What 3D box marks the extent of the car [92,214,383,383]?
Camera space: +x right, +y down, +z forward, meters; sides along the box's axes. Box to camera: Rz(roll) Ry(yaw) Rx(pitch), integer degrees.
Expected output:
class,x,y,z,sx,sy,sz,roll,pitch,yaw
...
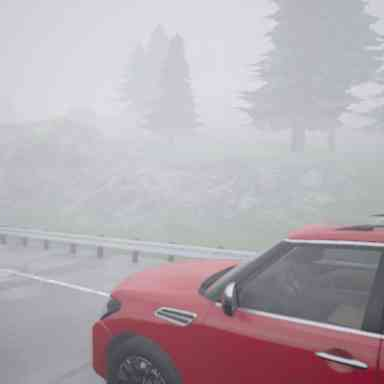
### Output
class,x,y,z,sx,sy,sz,roll,pitch,yaw
car,1.582,1.214,2.790,5.566,2.045,2.150,0,0,35
